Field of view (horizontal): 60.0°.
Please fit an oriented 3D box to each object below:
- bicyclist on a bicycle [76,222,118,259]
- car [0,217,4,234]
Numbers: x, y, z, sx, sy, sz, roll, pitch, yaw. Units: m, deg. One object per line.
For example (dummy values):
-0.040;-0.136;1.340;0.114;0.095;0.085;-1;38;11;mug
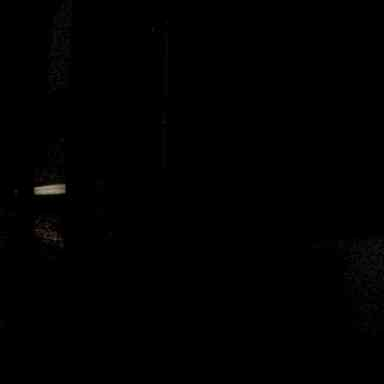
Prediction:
-3.537;1.695;12.595;1.656;1.620;0.582;4;-3;-36;bicyclist on a bicycle
-13.778;2.028;22.320;1.947;1.339;4.313;4;-3;-36;car
